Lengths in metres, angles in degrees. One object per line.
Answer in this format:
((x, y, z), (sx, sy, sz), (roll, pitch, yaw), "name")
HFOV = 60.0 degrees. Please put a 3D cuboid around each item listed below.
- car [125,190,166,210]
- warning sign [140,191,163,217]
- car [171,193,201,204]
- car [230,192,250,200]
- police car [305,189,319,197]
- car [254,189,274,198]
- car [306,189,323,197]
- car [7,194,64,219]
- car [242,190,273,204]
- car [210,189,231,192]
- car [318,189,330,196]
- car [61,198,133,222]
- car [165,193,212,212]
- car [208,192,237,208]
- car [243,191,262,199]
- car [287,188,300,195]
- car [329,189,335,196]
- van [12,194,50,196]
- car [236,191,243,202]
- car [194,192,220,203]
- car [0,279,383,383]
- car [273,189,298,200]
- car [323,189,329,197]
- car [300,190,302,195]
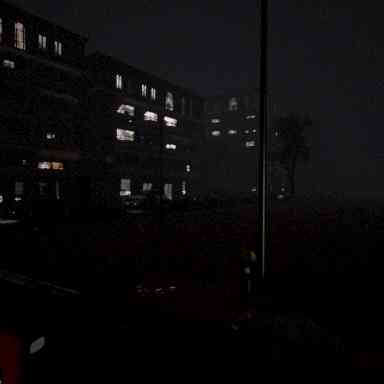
((-5.017, 0.761, 36.235), (2.150, 2.045, 5.566), (1, 1, 35), "car")
((-3.033, 0.851, 24.820), (1.300, 1.860, 1.060), (-1, 0, 35), "warning sign")
((-0.796, 0.910, 46.812), (1.947, 1.339, 4.313), (2, 2, 35), "car")
((8.753, 0.650, 60.521), (1.947, 1.339, 4.313), (2, 2, 35), "car")
((27.726, 0.191, 76.622), (1.930, 1.638, 5.238), (0, 1, 32), "police car")
((15.123, 0.227, 69.654), (2.192, 1.841, 5.009), (2, 2, 35), "car")
((25.180, 0.446, 69.440), (2.008, 1.369, 4.403), (2, 2, 35), "car")
((-11.781, 1.230, 26.533), (1.837, 1.490, 4.892), (1, 1, 35), "car")
((9.263, 0.877, 46.592), (2.008, 1.369, 4.403), (2, 2, 35), "car")
((3.781, 0.523, 48.769), (2.150, 2.045, 5.566), (1, 1, 37), "car")
((33.656, 0.069, 84.792), (1.801, 1.575, 5.366), (1, 1, 35), "car")
((-6.653, 1.329, 23.745), (1.947, 1.339, 4.313), (2, 2, 35), "car")
((-0.287, 1.132, 32.882), (1.887, 1.381, 4.507), (2, 2, 35), "car")
((2.896, 1.051, 37.452), (2.008, 1.369, 4.403), (2, 2, 35), "car")
((11.840, 0.526, 64.950), (1.752, 1.417, 4.829), (2, 2, 35), "car")
((24.672, -0.029, 83.362), (2.192, 1.841, 5.009), (2, 2, 35), "car")
((34.729, 0.079, 83.145), (1.967, 1.590, 4.097), (2, 2, 35), "car")
((-13.526, 1.035, 28.529), (1.690, 1.788, 3.998), (2, 2, 35), "van")
((7.516, 0.644, 48.724), (2.097, 1.767, 4.553), (1, 1, 35), "car")
((2.387, 0.808, 51.382), (2.008, 1.369, 4.403), (2, 2, 35), "car")
((-0.308, 1.544, 3.091), (4.507, 1.381, 1.887), (0, 0, 36), "car")
((15.727, 0.676, 55.870), (1.752, 1.417, 4.829), (2, 2, 35), "car")
((28.362, 0.361, 74.008), (2.008, 1.369, 4.403), (2, 2, 35), "car")
((27.852, 0.115, 87.938), (1.887, 1.381, 4.507), (2, 2, 35), "car")
